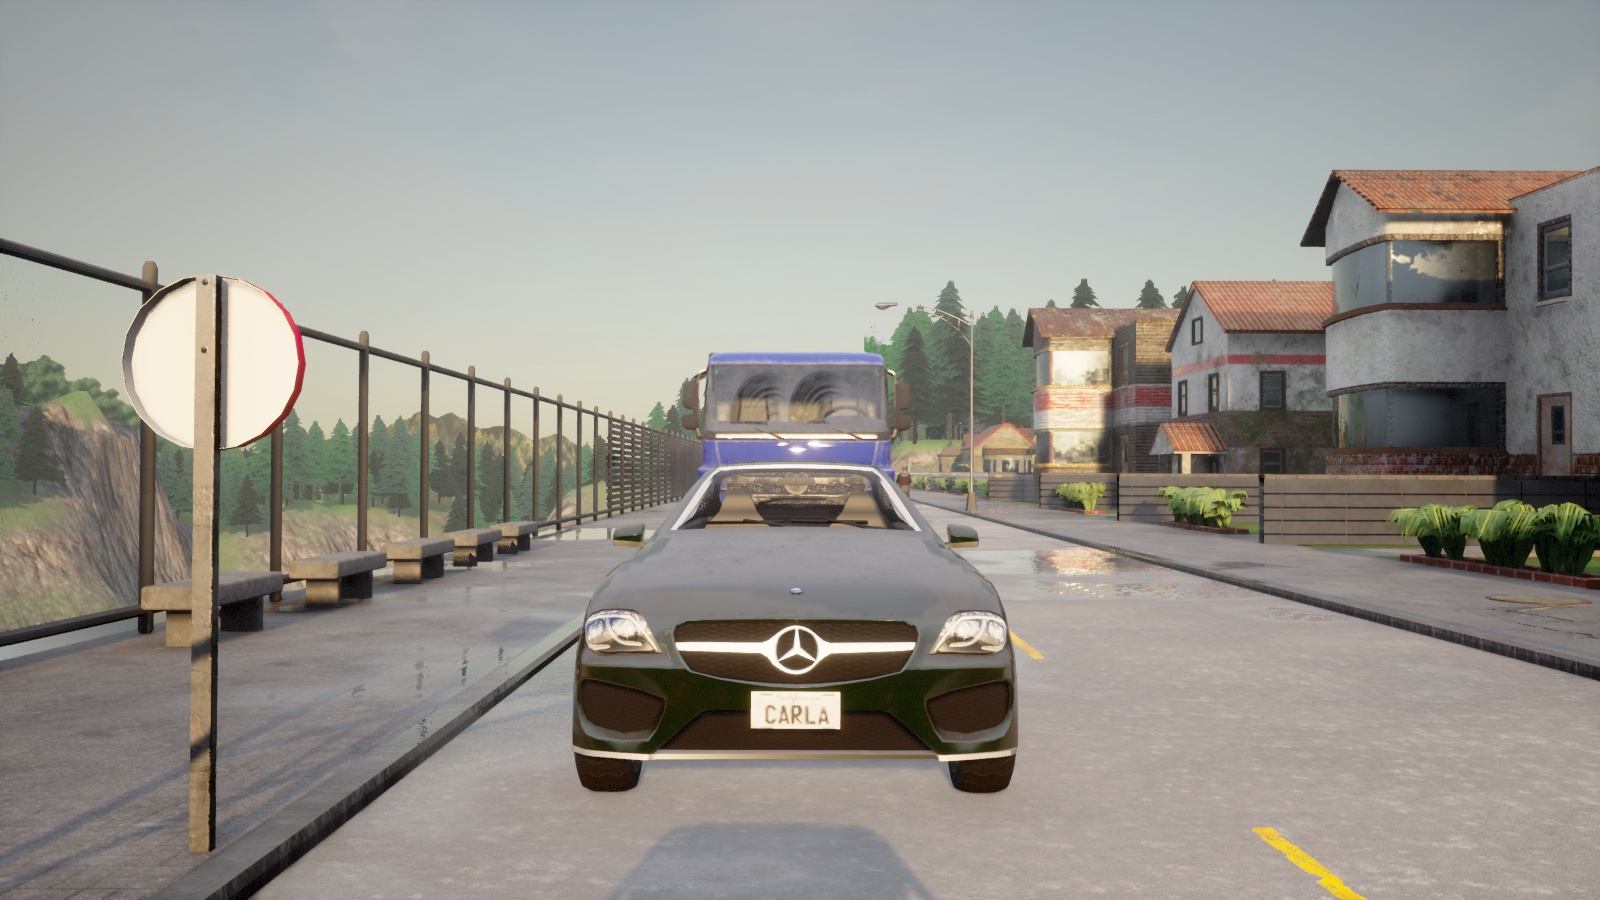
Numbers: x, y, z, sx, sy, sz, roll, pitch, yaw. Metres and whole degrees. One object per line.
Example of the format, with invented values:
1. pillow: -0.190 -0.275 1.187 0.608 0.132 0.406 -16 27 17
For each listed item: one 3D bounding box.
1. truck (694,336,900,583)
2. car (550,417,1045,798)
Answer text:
1. truck: -0.058 0.196 21.678 2.891 3.462 7.936 0 -1 0
2. car: -0.021 0.727 7.996 2.152 1.651 5.027 0 -1 0
